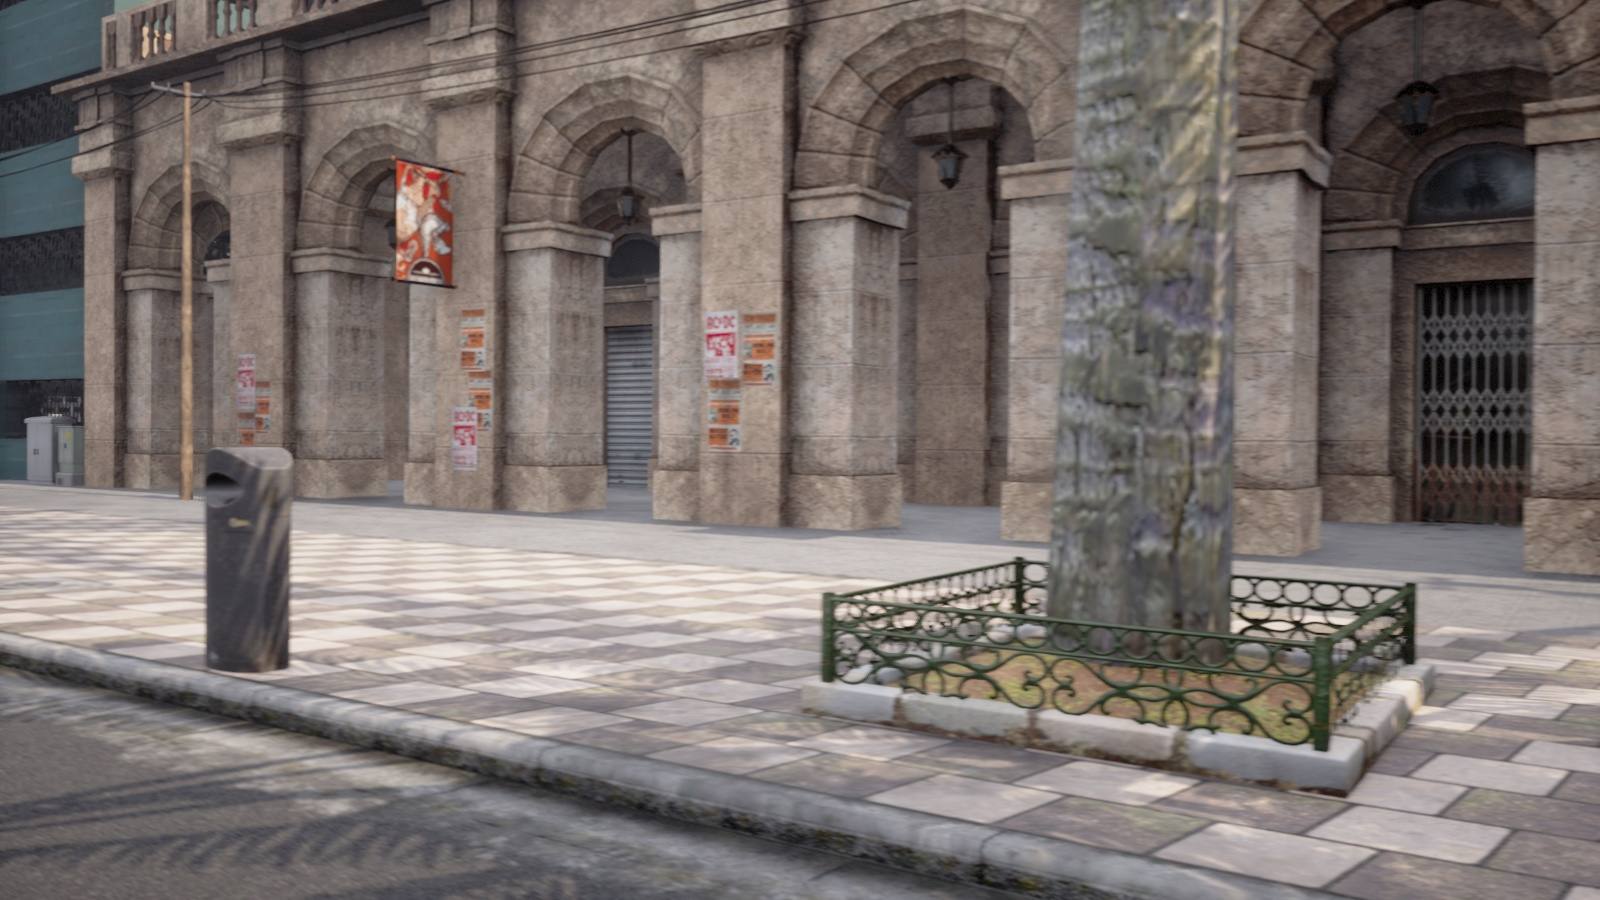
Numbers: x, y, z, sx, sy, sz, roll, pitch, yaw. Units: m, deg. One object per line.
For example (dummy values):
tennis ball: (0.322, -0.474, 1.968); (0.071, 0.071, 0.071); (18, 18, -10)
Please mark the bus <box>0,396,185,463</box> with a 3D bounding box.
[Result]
bus: (-47.947, -1.381, 85.475); (3.944, 4.253, 10.273); (0, 1, 34)
